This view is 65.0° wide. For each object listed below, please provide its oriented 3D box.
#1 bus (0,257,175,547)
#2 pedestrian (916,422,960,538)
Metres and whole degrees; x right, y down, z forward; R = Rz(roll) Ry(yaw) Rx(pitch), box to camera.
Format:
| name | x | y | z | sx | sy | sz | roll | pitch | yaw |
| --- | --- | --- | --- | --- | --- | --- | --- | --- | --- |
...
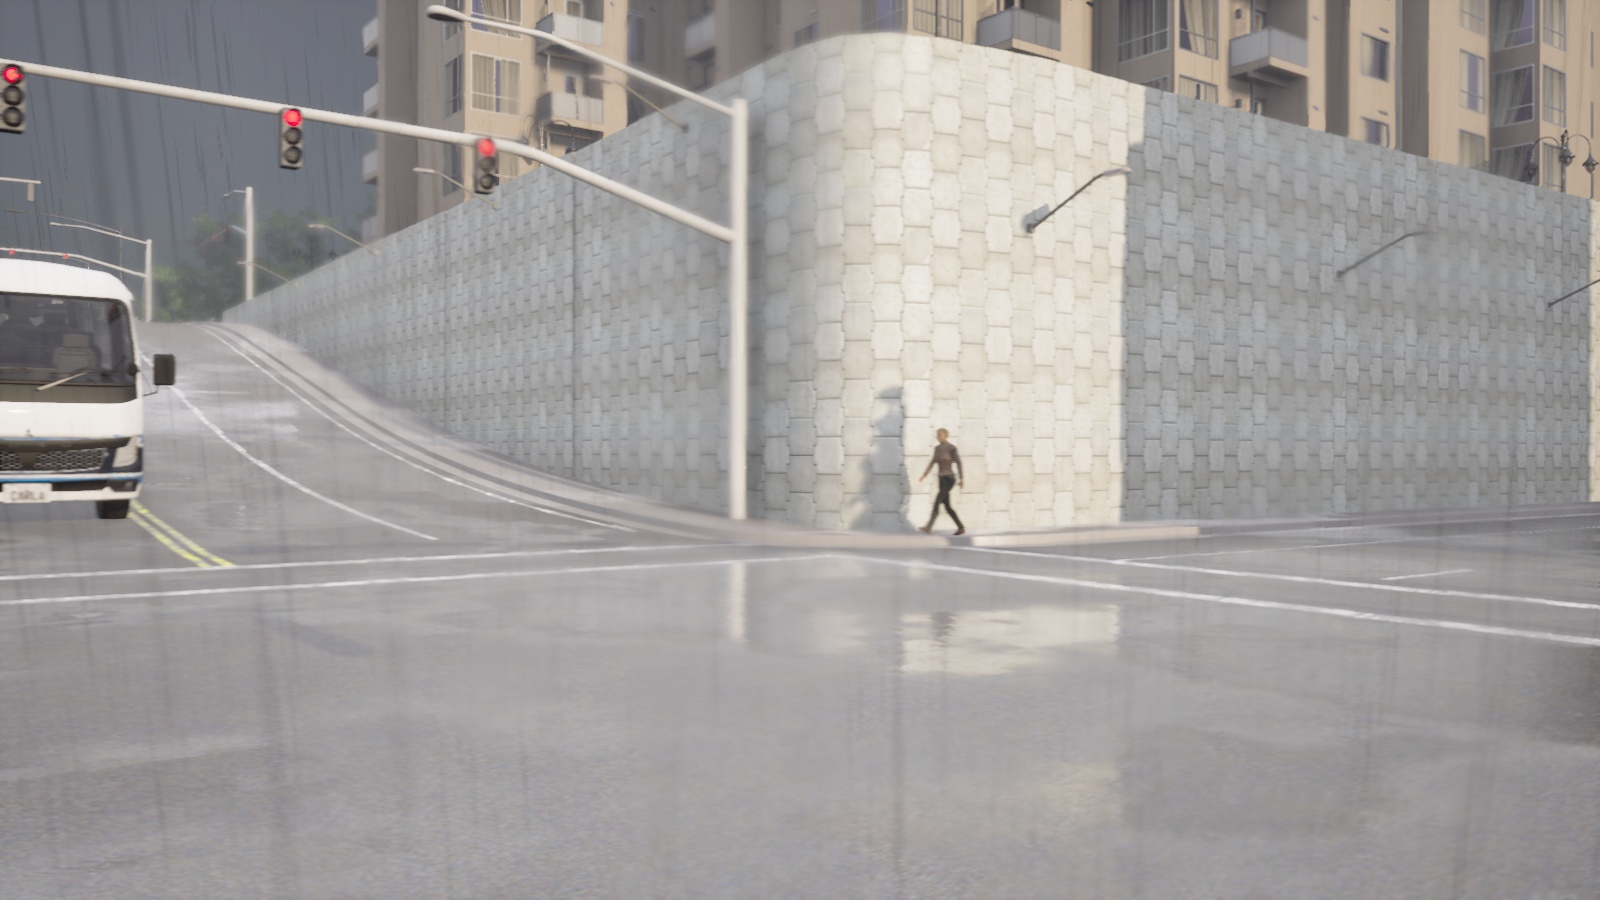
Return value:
| name | x | y | z | sx | sy | sz | roll | pitch | yaw |
| --- | --- | --- | --- | --- | --- | --- | --- | --- | --- |
| bus | -14.381 | -1.206 | 22.724 | 3.944 | 4.253 | 10.273 | 0 | 6 | -35 |
| pedestrian | 2.230 | 0.472 | 20.253 | 0.634 | 1.846 | 0.331 | 0 | 0 | -34 |
